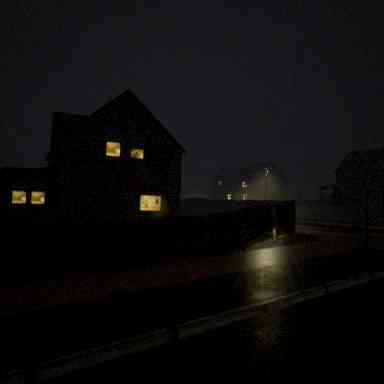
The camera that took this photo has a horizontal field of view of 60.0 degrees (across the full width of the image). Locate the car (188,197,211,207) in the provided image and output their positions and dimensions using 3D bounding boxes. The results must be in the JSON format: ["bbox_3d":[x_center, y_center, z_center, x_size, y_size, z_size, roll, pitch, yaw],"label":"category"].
[{"bbox_3d":[1.054,1.618,36.406,2.150,2.045,5.566,3,-2,-23],"label":"car"}]
